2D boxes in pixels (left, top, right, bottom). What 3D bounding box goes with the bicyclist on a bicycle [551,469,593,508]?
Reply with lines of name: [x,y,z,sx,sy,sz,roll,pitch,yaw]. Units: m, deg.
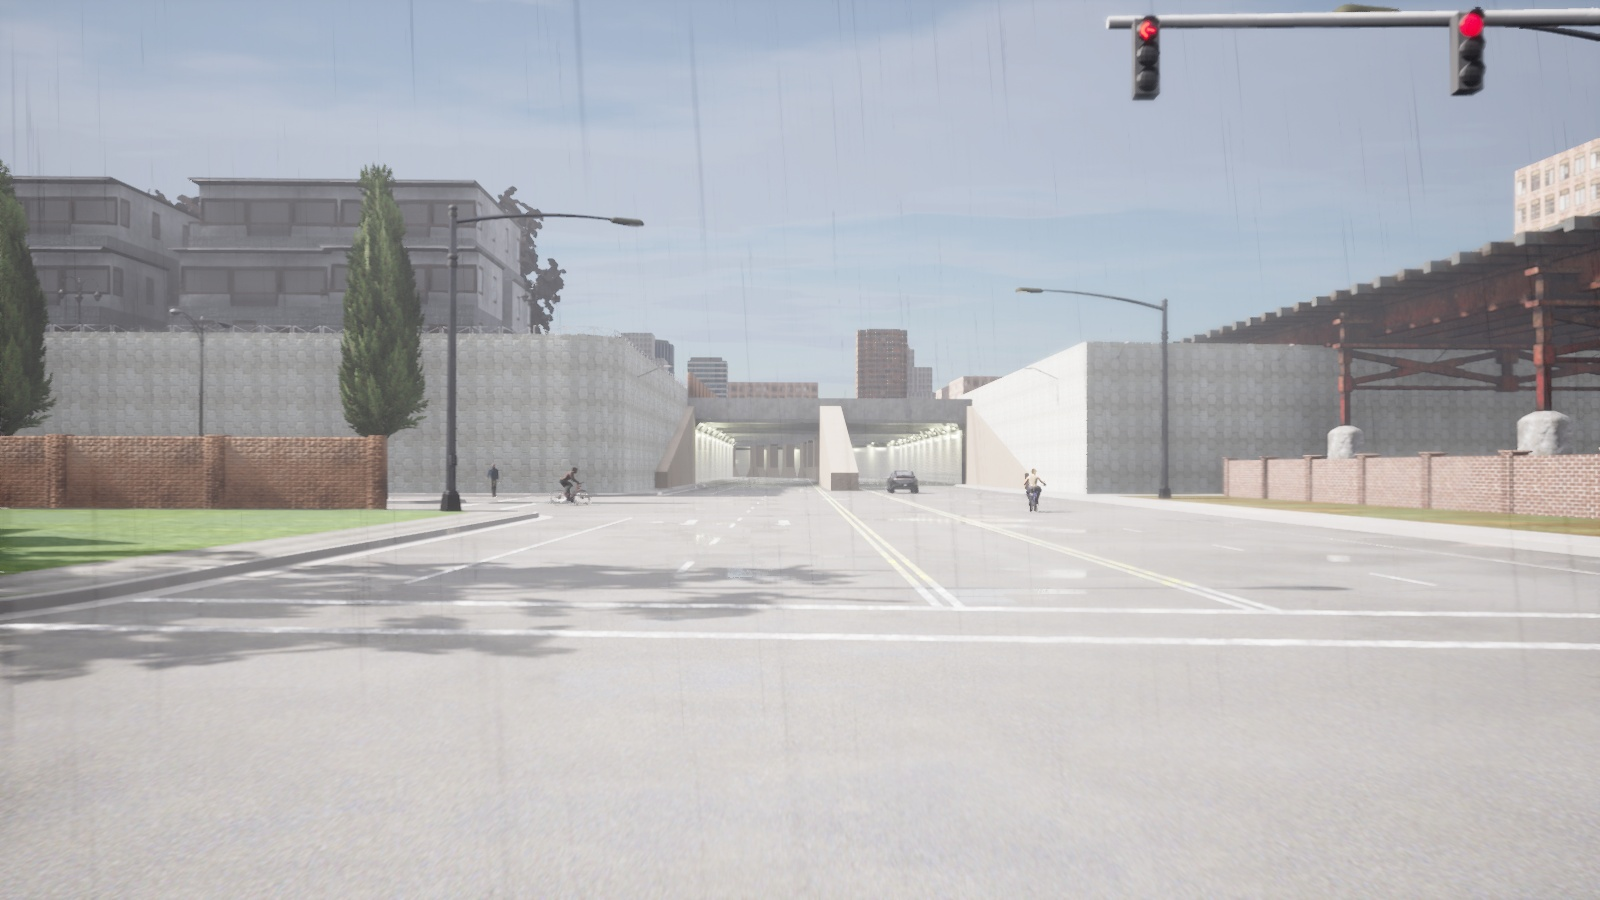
bicyclist on a bicycle: [-9.519,1.619,52.486,1.656,1.620,0.582,0,-1,0]

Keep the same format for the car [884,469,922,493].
car: [6.776,2.010,83.171,2.128,1.511,4.902,0,-1,0]

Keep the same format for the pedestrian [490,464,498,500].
pedestrian: [-15.837,1.659,65.057,0.402,1.842,0.726,0,-1,-13]

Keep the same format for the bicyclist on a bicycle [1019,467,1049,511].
bicyclist on a bicycle: [8.766,1.431,46.969,0.866,1.612,1.509,-1,-1,20]
